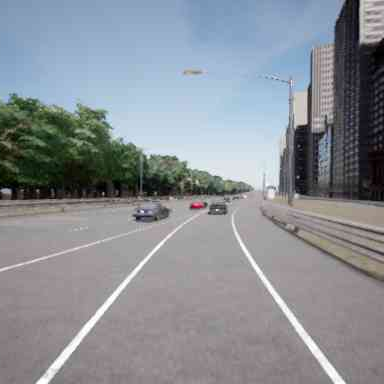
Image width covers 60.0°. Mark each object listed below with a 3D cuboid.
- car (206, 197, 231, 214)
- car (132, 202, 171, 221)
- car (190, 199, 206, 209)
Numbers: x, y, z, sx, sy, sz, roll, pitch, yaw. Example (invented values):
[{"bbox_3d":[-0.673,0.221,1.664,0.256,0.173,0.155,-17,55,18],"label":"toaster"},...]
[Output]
[{"bbox_3d":[2.989,1.604,36.856,1.837,1.490,4.892,0,0,9],"label":"car"},{"bbox_3d":[-3.219,1.558,27.486,2.033,1.411,5.357,1,0,12],"label":"car"},{"bbox_3d":[1.013,1.674,47.062,1.994,1.385,4.181,1,0,12],"label":"car"}]
